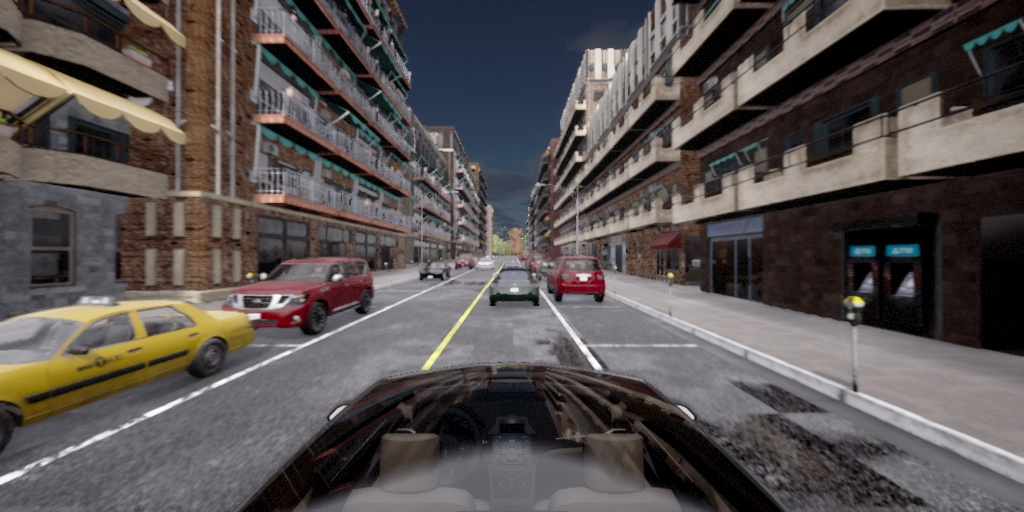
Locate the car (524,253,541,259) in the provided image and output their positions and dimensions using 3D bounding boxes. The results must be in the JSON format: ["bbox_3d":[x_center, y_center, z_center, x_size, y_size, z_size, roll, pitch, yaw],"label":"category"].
[{"bbox_3d":[2.695,0.709,38.205,2.192,1.841,5.009,0,0,0],"label":"car"}]

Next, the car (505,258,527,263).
[{"bbox_3d":[0.105,1.059,31.611,1.895,1.301,4.718,0,1,0],"label":"car"}]

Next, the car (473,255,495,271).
[{"bbox_3d":[-2.995,0.929,41.055,1.812,1.442,4.674,0,1,0],"label":"car"}]

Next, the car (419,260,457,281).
[{"bbox_3d":[-5.686,1.068,27.106,1.948,1.339,4.313,0,0,0],"label":"car"}]

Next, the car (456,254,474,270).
[{"bbox_3d":[-5.684,0.656,43.808,2.192,1.841,5.009,0,0,0],"label":"car"}]

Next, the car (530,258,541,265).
[{"bbox_3d":[2.694,1.053,27.071,2.007,1.370,4.403,0,0,0],"label":"car"}]

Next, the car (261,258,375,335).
[{"bbox_3d":[-5.689,0.979,10.402,2.192,1.841,5.009,0,0,0],"label":"car"}]

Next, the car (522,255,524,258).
[{"bbox_3d":[2.697,0.854,49.341,1.948,1.339,4.313,0,0,0],"label":"car"}]

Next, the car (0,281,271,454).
[{"bbox_3d":[-5.690,1.245,4.665,1.751,1.417,4.829,0,0,0],"label":"car"}]

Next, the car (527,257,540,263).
[{"bbox_3d":[2.695,0.994,32.638,1.888,1.381,4.507,0,0,0],"label":"car"}]

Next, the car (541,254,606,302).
[{"bbox_3d":[2.693,0.925,15.935,2.192,1.841,5.009,0,0,0],"label":"car"}]

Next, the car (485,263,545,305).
[{"bbox_3d":[0.099,1.183,15.082,1.994,1.385,4.181,0,1,0],"label":"car"}]
